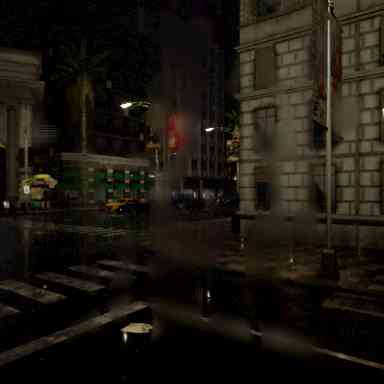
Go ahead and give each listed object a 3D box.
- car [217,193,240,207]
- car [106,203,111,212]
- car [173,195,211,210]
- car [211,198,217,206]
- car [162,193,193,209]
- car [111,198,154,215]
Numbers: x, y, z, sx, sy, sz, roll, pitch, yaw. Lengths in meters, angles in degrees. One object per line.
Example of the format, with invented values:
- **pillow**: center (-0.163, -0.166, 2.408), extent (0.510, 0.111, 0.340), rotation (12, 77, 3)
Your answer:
- **car**: center (6.817, 1.221, 50.693), extent (5.566, 2.045, 2.150), rotation (0, 0, -45)
- **car**: center (-7.556, 1.477, 38.051), extent (1.882, 1.535, 5.008), rotation (0, 0, 37)
- **car**: center (0.032, 1.525, 42.449), extent (1.812, 1.442, 4.674), rotation (0, 0, 37)
- **car**: center (4.932, 1.352, 53.619), extent (4.553, 1.767, 2.097), rotation (0, 0, -43)
- **car**: center (-1.753, 1.221, 45.928), extent (2.150, 2.045, 5.566), rotation (0, 0, 37)
- **car**: center (-5.876, 1.564, 34.422), extent (1.994, 1.385, 4.181), rotation (0, 0, 36)
